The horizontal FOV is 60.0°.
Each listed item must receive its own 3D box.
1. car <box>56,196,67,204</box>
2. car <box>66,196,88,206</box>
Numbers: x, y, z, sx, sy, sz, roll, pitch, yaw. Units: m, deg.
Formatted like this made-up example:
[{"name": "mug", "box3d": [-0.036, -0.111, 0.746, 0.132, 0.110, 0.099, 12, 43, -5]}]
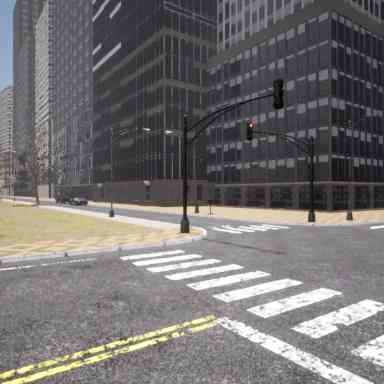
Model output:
[{"name": "car", "box3d": [-24.642, 1.511, 63.508, 1.837, 1.490, 4.892, 0, 0, -35]}, {"name": "car", "box3d": [-18.849, 1.602, 55.243, 1.895, 1.301, 4.718, 0, 0, -35]}]
